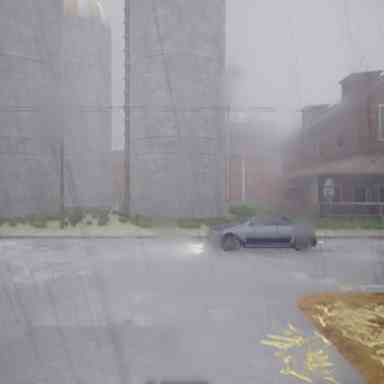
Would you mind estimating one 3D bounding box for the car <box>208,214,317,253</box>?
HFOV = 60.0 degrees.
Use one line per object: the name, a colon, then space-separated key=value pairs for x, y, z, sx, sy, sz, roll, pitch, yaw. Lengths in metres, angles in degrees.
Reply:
car: x=2.735 y=1.572 z=13.271 sx=4.181 sy=1.385 sz=1.994 roll=0 pitch=0 yaw=1
